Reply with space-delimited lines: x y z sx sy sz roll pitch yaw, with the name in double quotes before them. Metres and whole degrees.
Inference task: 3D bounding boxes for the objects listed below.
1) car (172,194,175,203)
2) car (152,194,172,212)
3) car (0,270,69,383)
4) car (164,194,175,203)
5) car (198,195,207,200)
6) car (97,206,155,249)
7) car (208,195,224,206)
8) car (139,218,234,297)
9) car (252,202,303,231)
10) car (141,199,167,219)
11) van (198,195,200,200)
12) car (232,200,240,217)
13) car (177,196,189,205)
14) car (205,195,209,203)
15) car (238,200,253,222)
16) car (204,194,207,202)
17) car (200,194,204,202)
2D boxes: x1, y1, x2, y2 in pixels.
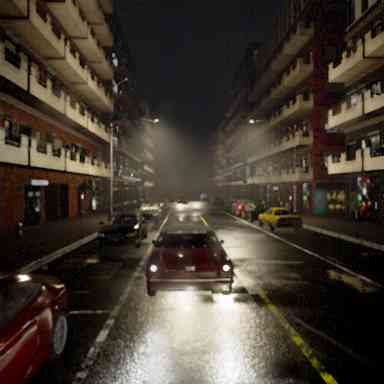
"car" -4.548 1.519 64.869 2.008 1.369 4.403 -1 0 -2
"car" -3.636 1.295 36.874 2.192 1.841 5.009 -1 0 -2
"car" -2.534 1.577 3.279 1.802 1.307 4.206 -1 0 -2
"car" -4.734 1.282 70.468 2.192 1.841 5.009 -1 0 -2
"car" 2.914 1.521 93.109 2.008 1.369 4.403 -1 0 -2
"car" -2.900 1.541 14.478 2.008 1.369 4.403 -1 0 -2
"car" 4.195 1.549 53.916 1.947 1.339 4.313 -1 0 -2
"car" -0.109 1.597 8.757 1.895 1.301 4.718 0 0 -2
"car" 5.287 1.522 20.492 1.752 1.417 4.829 -1 0 -2
"car" -3.267 1.535 25.676 2.008 1.369 4.403 -1 0 -2
"van" 3.094 1.313 87.510 1.690 1.788 3.998 -1 0 -2
"car" 4.925 1.432 31.520 1.967 1.590 4.097 -1 0 -2
"car" -1.611 1.452 57.673 1.882 1.535 5.008 0 0 -2
"car" 4.012 1.531 59.516 2.008 1.369 4.403 -1 0 -2
"car" 5.110 1.560 25.921 1.947 1.339 4.313 -1 0 -2
"car" 3.823 1.504 65.284 1.752 1.417 4.829 -1 0 -2
"car" 3.461 1.415 76.313 1.967 1.590 4.097 -1 0 -2
